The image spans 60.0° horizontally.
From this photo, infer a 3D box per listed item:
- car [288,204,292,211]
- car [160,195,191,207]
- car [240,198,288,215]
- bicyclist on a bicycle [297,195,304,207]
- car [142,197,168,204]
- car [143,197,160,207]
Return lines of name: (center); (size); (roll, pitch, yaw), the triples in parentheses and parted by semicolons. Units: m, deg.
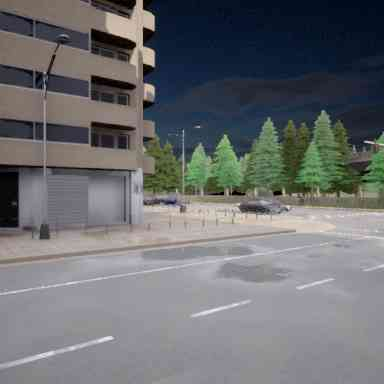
car: (8.617, 1.446, 36.490); (2.128, 1.511, 4.902); (0, 0, -35)
car: (-2.254, 1.307, 51.195); (2.097, 1.767, 4.553); (0, 0, -42)
car: (6.764, 1.479, 32.995); (1.812, 1.442, 4.674); (0, 0, -35)
bicyclist on a bicycle: (15.128, 1.260, 46.440); (1.656, 1.620, 0.582); (0, 0, -35)
car: (-7.177, 1.557, 64.434); (4.718, 1.301, 1.895); (0, 0, 31)
car: (-7.144, 1.501, 51.388); (5.357, 1.411, 2.033); (0, 0, 41)
